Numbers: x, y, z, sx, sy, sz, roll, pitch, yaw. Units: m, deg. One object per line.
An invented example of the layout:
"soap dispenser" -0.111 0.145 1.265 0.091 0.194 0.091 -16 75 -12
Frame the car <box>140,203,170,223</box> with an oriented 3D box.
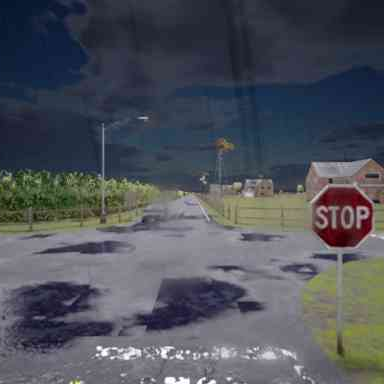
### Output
"car" -2.753 1.603 26.181 2.033 1.411 5.357 0 0 1
